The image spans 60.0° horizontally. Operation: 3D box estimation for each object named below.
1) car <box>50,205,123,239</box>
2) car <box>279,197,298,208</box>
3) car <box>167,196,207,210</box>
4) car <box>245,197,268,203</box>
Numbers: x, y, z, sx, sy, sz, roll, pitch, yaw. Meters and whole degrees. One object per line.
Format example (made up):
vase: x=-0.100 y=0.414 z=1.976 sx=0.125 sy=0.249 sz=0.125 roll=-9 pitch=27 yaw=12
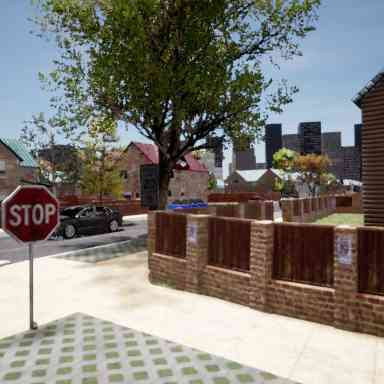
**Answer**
car: x=-5.700 y=1.448 z=17.221 sx=1.837 sy=1.490 sz=4.892 roll=-1 pitch=0 yaw=31
car: x=12.304 y=1.284 z=41.027 sx=1.895 sy=1.301 sz=4.718 roll=-1 pitch=0 yaw=31
car: x=-0.606 y=1.228 z=25.582 sx=2.097 sy=1.767 sz=4.553 roll=-1 pitch=0 yaw=32
car: x=7.546 y=1.292 z=38.857 sx=1.812 sy=1.442 sz=4.674 roll=-1 pitch=0 yaw=32
